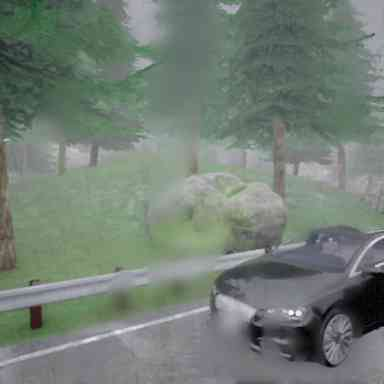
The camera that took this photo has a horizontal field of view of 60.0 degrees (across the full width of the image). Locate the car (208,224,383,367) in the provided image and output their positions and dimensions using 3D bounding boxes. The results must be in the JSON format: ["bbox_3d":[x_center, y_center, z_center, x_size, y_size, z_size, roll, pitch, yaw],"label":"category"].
[{"bbox_3d":[2.510,1.361,5.628,4.902,1.511,2.128,-2,1,-34],"label":"car"}]
